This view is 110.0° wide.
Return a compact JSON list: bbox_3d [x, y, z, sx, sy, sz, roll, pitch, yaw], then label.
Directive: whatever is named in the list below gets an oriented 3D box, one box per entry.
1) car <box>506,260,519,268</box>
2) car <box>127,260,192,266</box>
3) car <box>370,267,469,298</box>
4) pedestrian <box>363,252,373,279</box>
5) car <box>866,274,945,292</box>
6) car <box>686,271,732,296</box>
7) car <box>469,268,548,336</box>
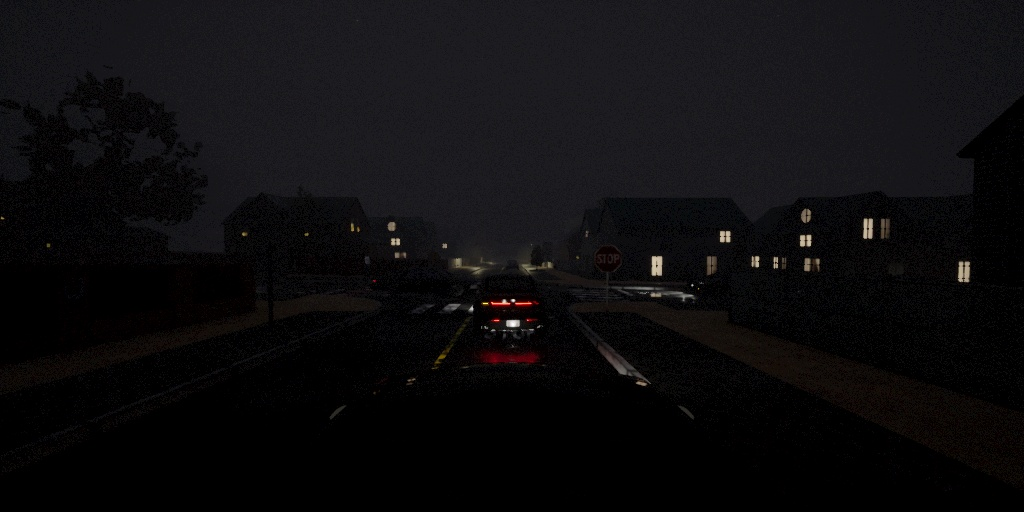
[{"bbox_3d":[0.057,1.273,53.320,2.033,1.411,5.357,0,0,0],"label":"car"},{"bbox_3d":[-17.631,0.950,18.352,4.892,1.490,1.837,1,1,1],"label":"car"},{"bbox_3d":[-4.270,1.262,18.153,5.357,1.411,2.033,1,1,1],"label":"car"},{"bbox_3d":[-9.701,0.611,24.084,0.375,1.860,0.375,0,0,1],"label":"pedestrian"},{"bbox_3d":[22.839,1.776,20.700,5.357,1.411,2.033,1,1,1],"label":"car"},{"bbox_3d":[12.510,1.567,20.851,4.181,1.385,1.994,1,1,1],"label":"car"},{"bbox_3d":[-0.150,1.252,10.387,1.837,1.490,4.892,0,0,-4],"label":"car"}]
